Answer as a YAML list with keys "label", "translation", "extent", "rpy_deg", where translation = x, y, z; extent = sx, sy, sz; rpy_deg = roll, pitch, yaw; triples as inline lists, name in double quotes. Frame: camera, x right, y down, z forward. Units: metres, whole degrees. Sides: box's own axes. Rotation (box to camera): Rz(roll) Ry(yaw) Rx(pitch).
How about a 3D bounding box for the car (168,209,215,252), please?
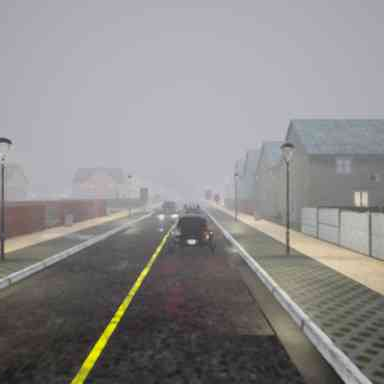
- label: "car"
  translation: [0.003, 1.662, 14.390]
  extent: [1.812, 1.442, 4.674]
  rpy_deg: [0, 0, 0]

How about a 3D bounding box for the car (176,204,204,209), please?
- label: "car"
  translation: [0.000, 1.769, 29.304]
  extent: [2.128, 1.511, 4.902]
  rpy_deg: [0, 0, 0]

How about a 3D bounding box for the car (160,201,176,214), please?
- label: "car"
  translation: [-2.759, 1.895, 40.453]
  extent: [1.837, 1.490, 4.892]
  rpy_deg: [0, -1, 0]
